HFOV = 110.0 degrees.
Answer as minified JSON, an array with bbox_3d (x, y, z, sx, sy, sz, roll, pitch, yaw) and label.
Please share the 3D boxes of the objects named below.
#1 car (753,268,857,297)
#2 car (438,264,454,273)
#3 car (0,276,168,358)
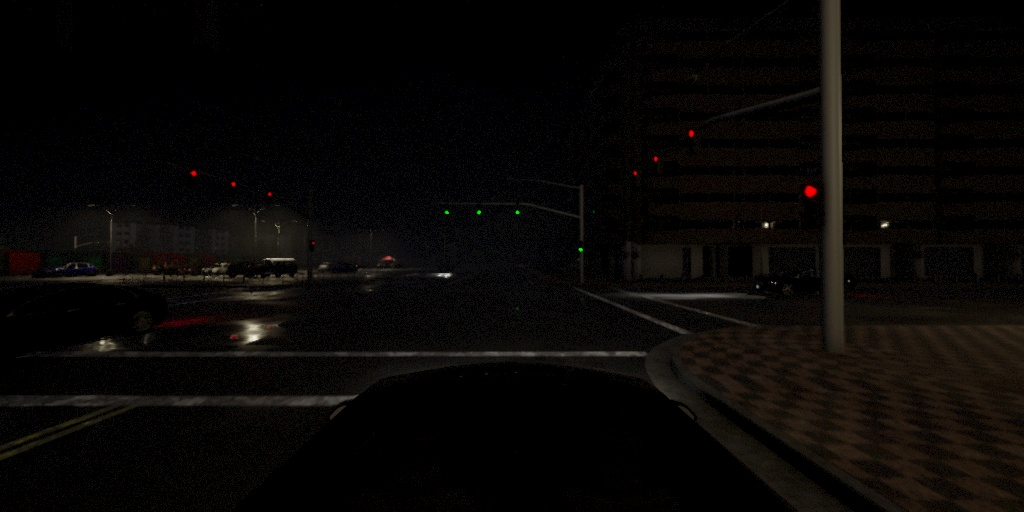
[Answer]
[{"bbox_3d":[15.907,1.403,19.654,4.902,1.511,2.128,0,-1,0],"label":"car"},{"bbox_3d":[-10.552,1.983,57.291,2.128,1.511,4.902,0,0,0],"label":"car"},{"bbox_3d":[-10.506,1.402,7.928,1.837,1.490,4.892,0,0,0],"label":"car"}]
